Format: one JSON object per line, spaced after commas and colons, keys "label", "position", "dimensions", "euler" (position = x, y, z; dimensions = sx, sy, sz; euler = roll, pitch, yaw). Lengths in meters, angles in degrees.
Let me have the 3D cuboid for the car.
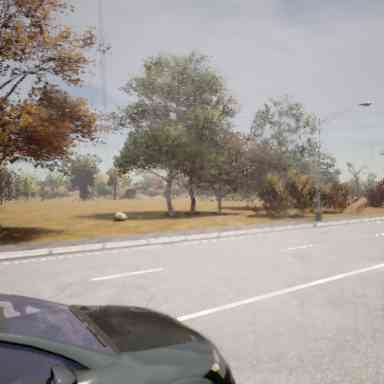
{"label": "car", "position": [-1.642, 1.564, 2.573], "dimensions": [4.181, 1.385, 1.994], "euler": [0, 0, -35]}
